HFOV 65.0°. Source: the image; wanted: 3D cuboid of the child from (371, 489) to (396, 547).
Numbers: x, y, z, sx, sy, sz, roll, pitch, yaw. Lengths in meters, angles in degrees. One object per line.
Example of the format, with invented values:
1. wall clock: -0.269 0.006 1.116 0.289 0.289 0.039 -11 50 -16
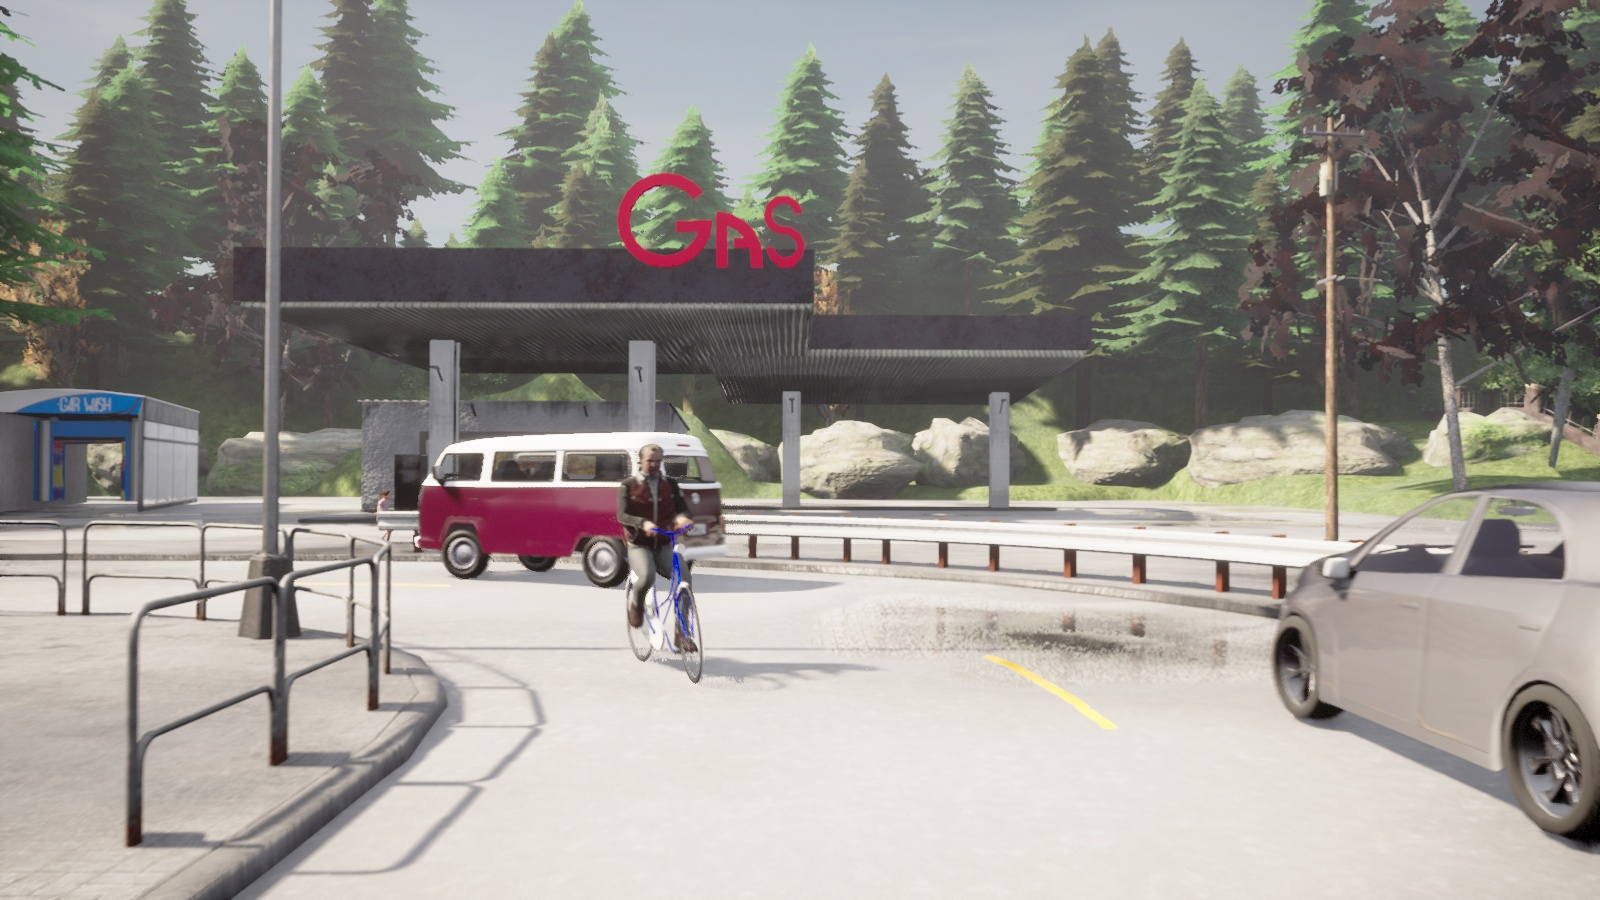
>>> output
1. child: -7.976 1.297 24.062 0.394 1.110 0.255 0 -1 1

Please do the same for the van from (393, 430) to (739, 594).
1. van: -3.315 0.817 17.655 4.480 2.038 2.069 -1 -2 29

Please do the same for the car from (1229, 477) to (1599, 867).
1. car: 3.917 0.913 6.788 1.845 1.501 3.633 0 -1 -2

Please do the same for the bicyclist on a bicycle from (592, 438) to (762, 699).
1. bicyclist on a bicycle: -0.988 0.833 9.602 0.659 1.776 1.843 -2 0 -25
